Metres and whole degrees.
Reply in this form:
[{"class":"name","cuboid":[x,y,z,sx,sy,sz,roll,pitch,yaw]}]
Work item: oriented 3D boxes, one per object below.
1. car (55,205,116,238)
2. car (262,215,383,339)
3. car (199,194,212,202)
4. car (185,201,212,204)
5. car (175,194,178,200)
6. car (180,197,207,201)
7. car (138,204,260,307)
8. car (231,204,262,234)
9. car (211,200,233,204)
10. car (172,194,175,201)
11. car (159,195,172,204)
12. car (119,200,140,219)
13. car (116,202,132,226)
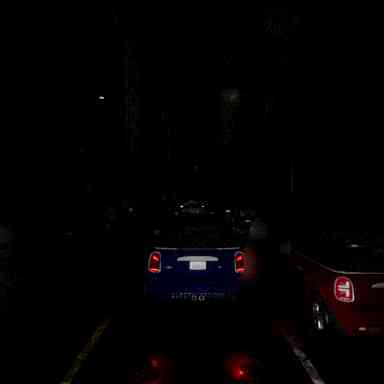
[{"class":"car","cuboid":[-5.659,1.567,17.595,1.947,1.339,4.313,0,0,0]},{"class":"car","cuboid":[2.858,1.440,6.586,1.967,1.590,4.097,0,0,0]},{"class":"car","cuboid":[2.934,1.484,65.682,1.967,1.590,4.097,0,0,0]},{"class":"car","cuboid":[0.108,1.479,17.437,1.882,1.535,5.008,0,0,0]},{"class":"car","cuboid":[-5.523,1.638,92.573,1.752,1.417,4.829,0,0,0]},{"class":"car","cuboid":[0.019,1.460,27.459,1.801,1.575,5.366,0,0,0]},{"class":"car","cuboid":[0.105,1.352,8.157,2.097,1.767,4.553,0,0,0]},{"class":"car","cuboid":[2.866,1.552,17.589,2.008,1.369,4.403,0,0,0]},{"class":"car","cuboid":[2.874,1.569,28.592,1.947,1.339,4.313,0,0,0]},{"class":"car","cuboid":[-5.563,1.617,76.518,2.008,1.369,4.403,0,0,0]},{"class":"car","cuboid":[-5.591,1.626,65.701,1.802,1.307,4.206,0,0,0]},{"class":"car","cuboid":[-5.652,1.444,28.598,1.967,1.590,4.097,0,0,0]},{"class":"car","cuboid":[-5.656,1.584,23.097,1.802,1.307,4.206,0,0,0]}]
